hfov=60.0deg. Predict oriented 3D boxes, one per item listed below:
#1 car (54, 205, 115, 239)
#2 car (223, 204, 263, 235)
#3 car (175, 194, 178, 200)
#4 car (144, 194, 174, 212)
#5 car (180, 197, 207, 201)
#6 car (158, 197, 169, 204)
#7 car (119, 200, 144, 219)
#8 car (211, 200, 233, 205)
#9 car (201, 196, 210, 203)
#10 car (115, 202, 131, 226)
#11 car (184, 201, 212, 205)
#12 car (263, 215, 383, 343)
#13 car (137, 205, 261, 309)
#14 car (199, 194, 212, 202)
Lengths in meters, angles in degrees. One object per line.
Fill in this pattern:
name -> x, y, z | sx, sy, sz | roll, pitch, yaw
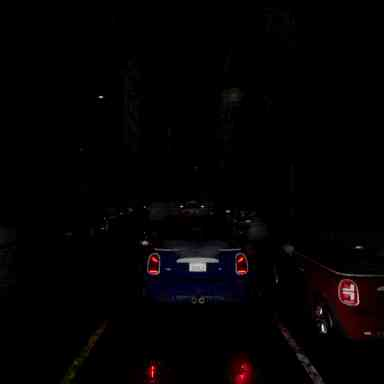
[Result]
car -> -5.665, 1.567, 17.451 | 1.947, 1.339, 4.313 | 0, 0, 0
car -> 2.860, 1.552, 17.448 | 2.008, 1.369, 4.403 | 0, 0, 0
car -> -5.554, 1.637, 92.430 | 1.752, 1.417, 4.829 | 0, 0, 0
car -> -2.993, 1.210, 29.020 | 2.150, 2.045, 5.566 | 0, 0, 0
car -> 0.010, 1.459, 27.317 | 1.801, 1.575, 5.366 | 0, 0, 0
car -> -5.613, 1.625, 65.557 | 1.802, 1.307, 4.206 | 0, 0, 0
car -> -5.661, 1.443, 28.454 | 1.967, 1.590, 4.097 | 0, 0, 0
car -> 2.865, 1.569, 28.451 | 1.947, 1.339, 4.313 | 0, 0, 0
car -> 2.924, 1.579, 71.120 | 1.752, 1.417, 4.829 | 0, 0, 0
car -> -5.663, 1.584, 22.953 | 1.802, 1.307, 4.206 | 0, 0, 0
car -> 0.102, 1.479, 17.295 | 1.882, 1.535, 5.008 | 0, 0, 0
car -> 2.856, 1.440, 6.445 | 1.967, 1.590, 4.097 | 0, 0, 0
car -> 0.102, 1.352, 8.015 | 2.097, 1.767, 4.553 | 0, 0, 0
car -> 2.912, 1.484, 65.541 | 1.967, 1.590, 4.097 | 0, 0, 0
